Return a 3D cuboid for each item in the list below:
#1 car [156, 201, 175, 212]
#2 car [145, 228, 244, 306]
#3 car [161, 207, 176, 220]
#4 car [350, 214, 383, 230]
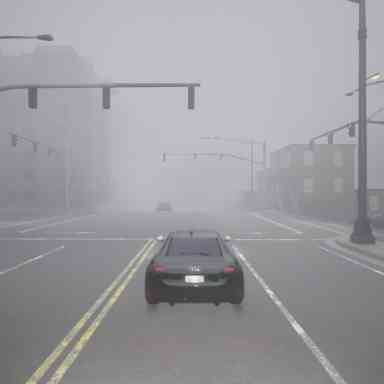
[{"bbox_3d":[-3.716,2.032,44.540,1.837,1.490,4.892,0,-5,0],"label":"car"},{"bbox_3d":[0.056,1.567,8.104,1.994,1.385,4.181,0,0,0],"label":"car"},{"bbox_3d":[-3.739,3.577,54.336,2.033,1.411,5.357,0,-12,0],"label":"car"},{"bbox_3d":[15.783,2.574,27.719,4.892,1.490,1.837,9,0,0],"label":"car"}]
